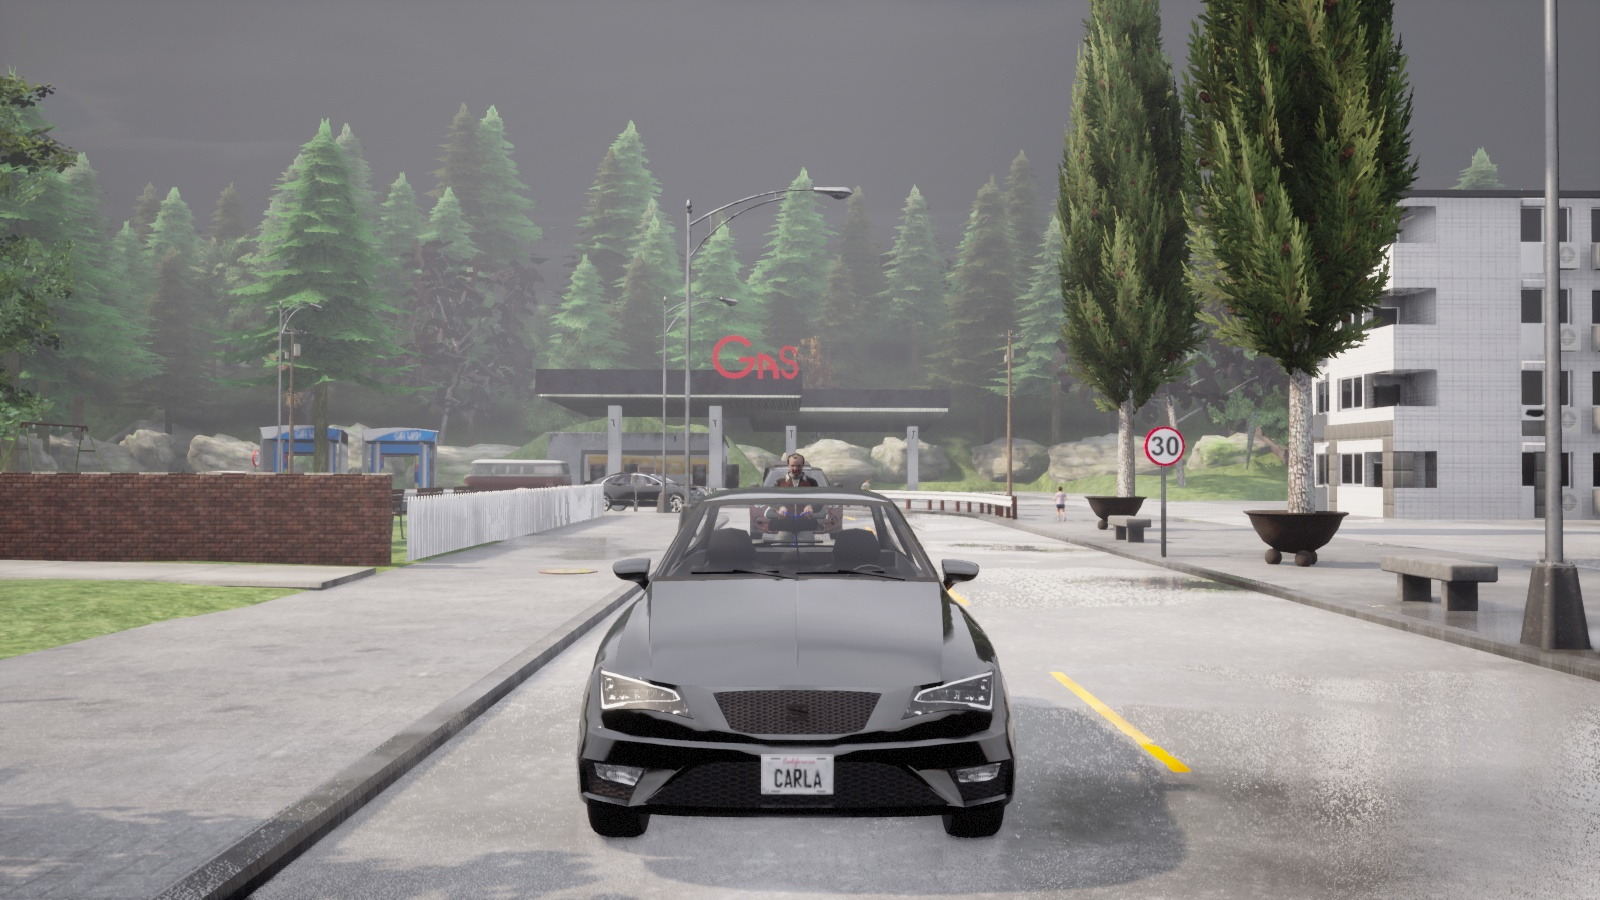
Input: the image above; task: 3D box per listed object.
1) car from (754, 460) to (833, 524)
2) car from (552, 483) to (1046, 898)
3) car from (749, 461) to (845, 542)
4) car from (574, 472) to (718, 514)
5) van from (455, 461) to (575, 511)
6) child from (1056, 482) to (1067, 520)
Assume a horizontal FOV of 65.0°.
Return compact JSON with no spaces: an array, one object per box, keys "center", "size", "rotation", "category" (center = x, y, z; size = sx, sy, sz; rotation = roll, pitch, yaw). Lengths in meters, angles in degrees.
[{"center":[-0.251,1.265,38.982],"size":[1.905,1.878,3.866],"rotation":[0,-1,-9],"category":"car"},{"center":[-0.018,0.941,6.728],"size":[1.816,1.474,4.193],"rotation":[0,-1,0],"category":"car"},{"center":[-0.079,1.172,29.787],"size":[2.097,1.767,4.553],"rotation":[0,-1,0],"category":"car"},{"center":[-5.692,1.575,46.617],"size":[4.902,1.511,2.128],"rotation":[0,-1,14],"category":"car"},{"center":[-11.597,1.473,51.278],"size":[4.442,1.987,1.775],"rotation":[0,-1,2],"category":"van"},{"center":[7.750,1.497,37.217],"size":[0.255,1.110,0.394],"rotation":[0,-1,5],"category":"child"}]
